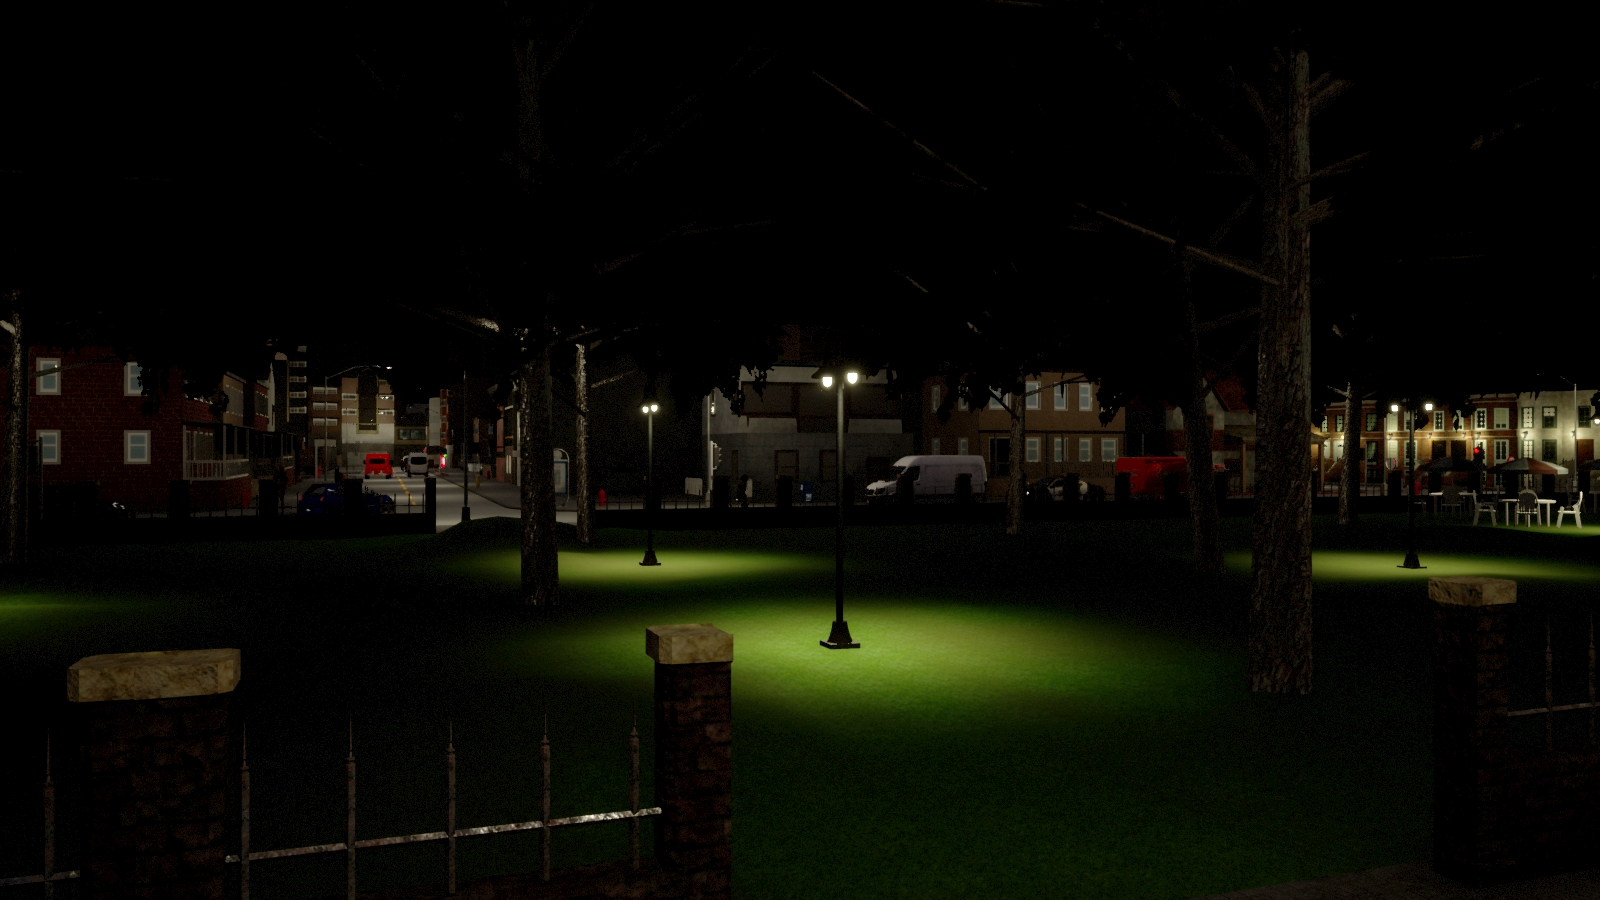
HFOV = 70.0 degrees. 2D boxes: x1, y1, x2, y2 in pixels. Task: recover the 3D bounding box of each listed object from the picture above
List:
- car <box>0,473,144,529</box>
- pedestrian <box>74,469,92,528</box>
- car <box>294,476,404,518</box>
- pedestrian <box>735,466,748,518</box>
[{"bbox_3d":[-24.971,1.685,38.635,4.553,1.767,2.097,0,0,-20],"label":"car"},{"bbox_3d":[-22.613,1.525,36.043,0.375,1.860,0.375,0,0,35],"label":"pedestrian"},{"bbox_3d":[-17.720,1.818,44.996,1.845,1.501,3.633,1,0,34],"label":"car"},{"bbox_3d":[-2.131,1.525,41.340,0.375,1.860,0.375,0,0,-20],"label":"pedestrian"}]
